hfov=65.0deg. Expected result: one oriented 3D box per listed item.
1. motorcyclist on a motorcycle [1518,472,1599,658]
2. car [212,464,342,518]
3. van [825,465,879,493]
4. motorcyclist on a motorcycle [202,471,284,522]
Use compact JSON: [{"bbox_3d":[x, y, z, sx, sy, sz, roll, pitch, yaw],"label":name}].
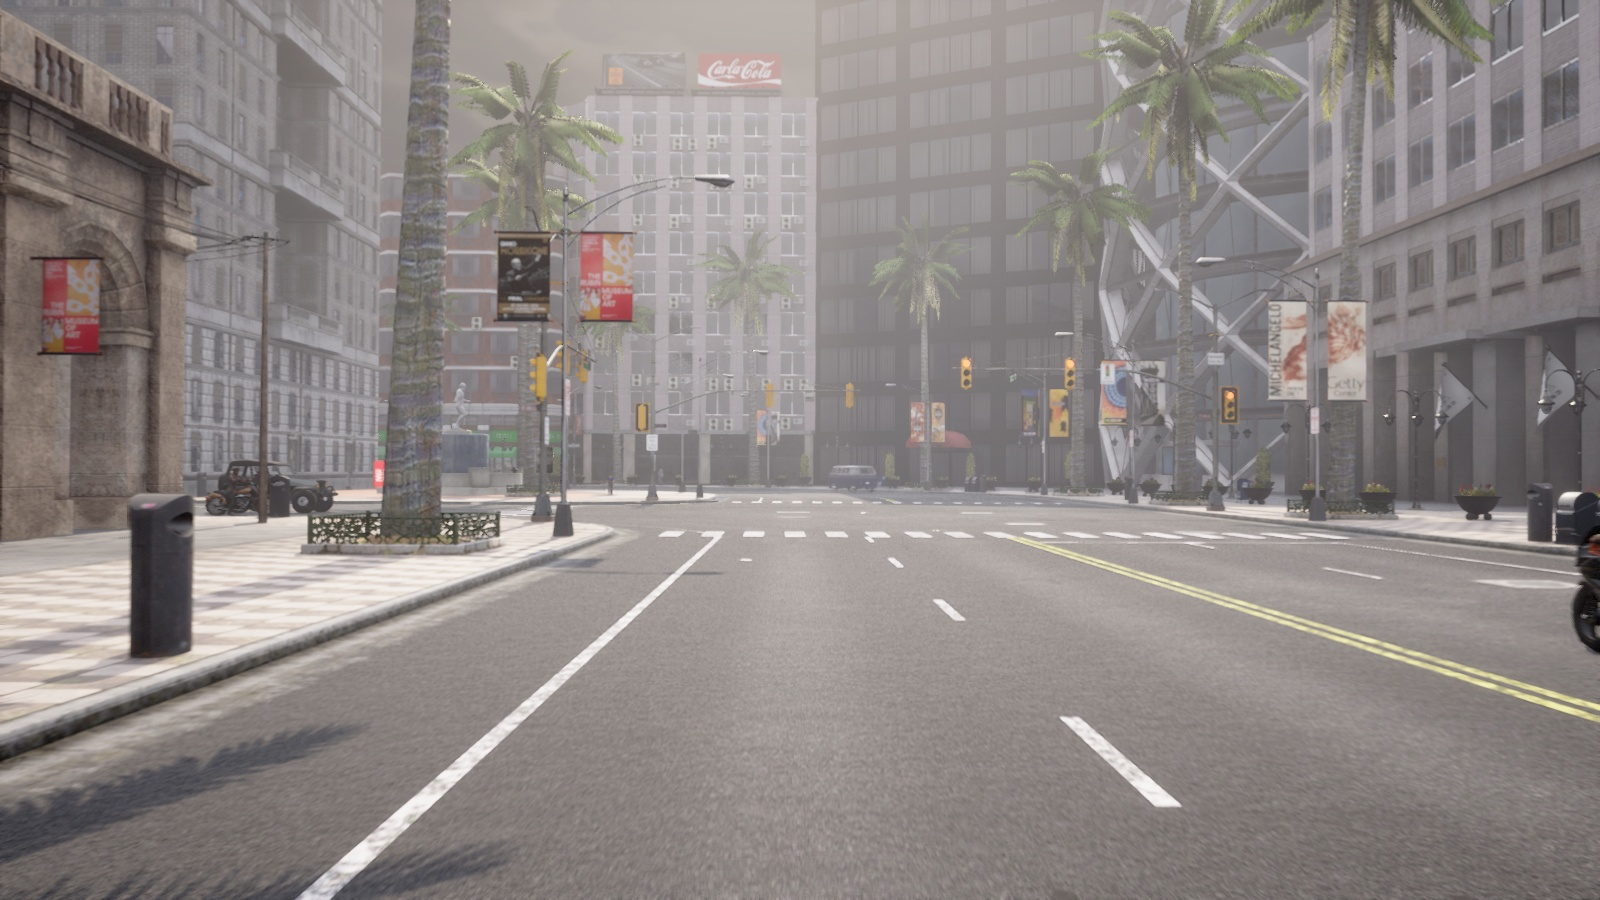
[{"bbox_3d":[6.962,0.944,10.432,0.797,1.523,2.044,0,-1,0],"label":"motorcyclist on a motorcycle"},{"bbox_3d":[-18.655,1.435,44.897,3.866,1.878,1.905,0,-1,0],"label":"car"},{"bbox_3d":[3.766,2.091,91.916,1.775,1.987,4.442,0,-1,-31],"label":"van"},{"bbox_3d":[-18.350,1.530,41.398,2.350,1.649,0.766,0,-1,0],"label":"motorcyclist on a motorcycle"}]
